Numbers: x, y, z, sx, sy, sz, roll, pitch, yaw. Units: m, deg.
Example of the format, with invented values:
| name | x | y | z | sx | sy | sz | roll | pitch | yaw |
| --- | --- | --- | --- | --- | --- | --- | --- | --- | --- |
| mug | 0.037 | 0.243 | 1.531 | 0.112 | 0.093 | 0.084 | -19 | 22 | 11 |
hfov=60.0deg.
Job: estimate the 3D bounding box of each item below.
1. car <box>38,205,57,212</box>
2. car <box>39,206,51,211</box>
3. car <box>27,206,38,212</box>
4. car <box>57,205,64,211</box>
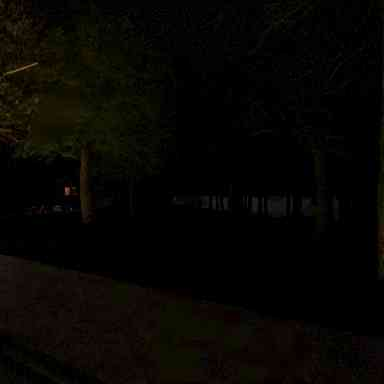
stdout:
| name | x | y | z | sx | sy | sz | roll | pitch | yaw |
| --- | --- | --- | --- | --- | --- | --- | --- | --- | --- |
| car | -33.436 | 3.884 | 77.240 | 1.837 | 1.490 | 4.892 | 0 | -2 | -9 |
| car | -38.355 | 4.273 | 86.988 | 1.994 | 1.385 | 4.181 | 0 | -2 | -9 |
| car | -36.705 | 3.910 | 77.083 | 1.837 | 1.490 | 4.892 | 0 | -2 | -9 |
| car | -35.149 | 4.236 | 87.523 | 2.128 | 1.511 | 4.902 | 0 | -2 | -9 |
